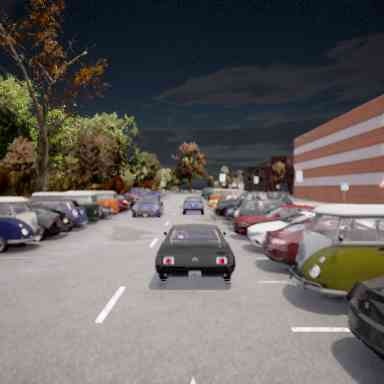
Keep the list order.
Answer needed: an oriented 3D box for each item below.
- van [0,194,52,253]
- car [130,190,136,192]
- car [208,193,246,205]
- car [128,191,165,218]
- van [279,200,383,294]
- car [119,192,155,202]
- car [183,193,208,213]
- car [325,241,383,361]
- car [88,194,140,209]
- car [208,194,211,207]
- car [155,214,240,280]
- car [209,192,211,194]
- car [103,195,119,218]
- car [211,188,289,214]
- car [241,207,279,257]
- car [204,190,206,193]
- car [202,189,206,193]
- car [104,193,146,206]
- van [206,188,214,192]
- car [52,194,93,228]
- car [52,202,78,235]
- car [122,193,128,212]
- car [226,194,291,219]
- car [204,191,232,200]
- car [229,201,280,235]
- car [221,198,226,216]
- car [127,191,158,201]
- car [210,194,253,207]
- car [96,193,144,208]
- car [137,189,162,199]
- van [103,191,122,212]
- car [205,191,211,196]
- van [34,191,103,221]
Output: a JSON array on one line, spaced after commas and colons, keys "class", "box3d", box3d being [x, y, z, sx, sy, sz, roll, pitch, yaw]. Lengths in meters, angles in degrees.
[{"class": "van", "box3d": [-8.026, 1.175, 12.550, 4.442, 1.987, 1.878, 0, 1, 0]}, {"class": "car", "box3d": [-8.150, 0.919, 32.191, 4.553, 1.767, 2.185, 0, 1, 0]}, {"class": "car", "box3d": [4.491, 0.866, 43.674, 4.792, 1.488, 2.163, 0, 1, 0]}, {"class": "car", "box3d": [-3.323, 1.031, 25.863, 2.097, 1.767, 4.553, 0, 1, 0]}, {"class": "van", "box3d": [4.305, 1.247, 6.802, 4.442, 1.987, 1.878, 0, 0, 0]}, {"class": "car", "box3d": [-8.097, 0.736, 49.257, 4.892, 1.521, 2.231, 0, 1, 0]}, {"class": "car", "box3d": [0.127, 1.146, 30.331, 2.033, 1.411, 5.357, 0, 1, 0]}, {"class": "car", "box3d": [4.416, 1.518, 4.097, 4.674, 1.452, 2.002, 0, 0, 0]}, {"class": "car", "box3d": [-8.111, 0.993, 35.016, 5.008, 1.535, 2.097, 0, 1, 0]}, {"class": "car", "box3d": [4.258, 1.141, 26.722, 5.366, 1.575, 1.946, 0, 1, 0]}, {"class": "car", "box3d": [0.086, 1.566, 9.831, 1.895, 1.301, 4.718, 0, 1, 0]}, {"class": "car", "box3d": [4.635, 1.038, 32.372, 5.366, 1.575, 1.946, 0, 1, 0]}, {"class": "car", "box3d": [-8.135, 1.197, 23.848, 4.892, 1.521, 2.231, 0, 1, 0]}, {"class": "car", "box3d": [4.412, 0.944, 23.892, 5.566, 2.045, 2.435, 0, 1, 0]}, {"class": "car", "box3d": [4.431, 1.440, 12.596, 4.674, 1.452, 2.002, 0, 1, 0]}, {"class": "car", "box3d": [4.470, 0.774, 49.325, 4.674, 1.452, 2.002, 0, 1, 0]}, {"class": "car", "box3d": [4.479, 0.628, 54.974, 5.008, 1.535, 2.097, 0, 1, 0]}, {"class": "car", "box3d": [-8.139, 0.918, 40.787, 4.792, 1.488, 2.163, 0, 1, 0]}, {"class": "van", "box3d": [4.342, 0.662, 40.844, 4.442, 1.987, 1.878, 0, 1, 0]}, {"class": "car", "box3d": [-8.106, 1.175, 18.075, 4.553, 1.767, 2.185, 0, 1, 0]}, {"class": "car", "box3d": [-8.172, 1.379, 15.381, 4.792, 1.488, 2.163, 0, 1, 0]}, {"class": "car", "box3d": [-8.127, 1.095, 29.370, 5.008, 1.535, 2.097, 0, 1, 0]}, {"class": "car", "box3d": [4.403, 1.172, 18.244, 4.553, 1.767, 2.185, 0, 1, 0]}, {"class": "car", "box3d": [4.480, 0.614, 57.801, 4.674, 1.452, 2.002, 0, 1, 0]}, {"class": "car", "box3d": [4.436, 1.349, 15.421, 5.008, 1.535, 2.097, 0, 1, 0]}, {"class": "car", "box3d": [4.435, 1.286, 21.072, 4.674, 1.452, 2.002, 0, 1, 0]}, {"class": "car", "box3d": [-8.105, 0.631, 54.903, 4.892, 1.521, 2.231, 0, 1, 0]}, {"class": "car", "box3d": [4.458, 0.979, 38.023, 4.674, 1.452, 2.002, 0, 1, 0]}, {"class": "car", "box3d": [-8.117, 0.942, 37.839, 5.008, 1.535, 2.097, 0, 1, 0]}, {"class": "car", "box3d": [-8.027, 0.331, 63.379, 4.553, 1.767, 2.185, 0, 0, 0]}, {"class": "van", "box3d": [-8.241, 0.919, 26.670, 4.442, 1.987, 1.878, 0, 1, 0]}, {"class": "car", "box3d": [4.267, 0.987, 35.198, 5.366, 1.575, 1.946, 0, 1, 0]}, {"class": "van", "box3d": [-8.250, 1.021, 21.020, 4.442, 1.987, 1.878, 0, 1, 0]}]
